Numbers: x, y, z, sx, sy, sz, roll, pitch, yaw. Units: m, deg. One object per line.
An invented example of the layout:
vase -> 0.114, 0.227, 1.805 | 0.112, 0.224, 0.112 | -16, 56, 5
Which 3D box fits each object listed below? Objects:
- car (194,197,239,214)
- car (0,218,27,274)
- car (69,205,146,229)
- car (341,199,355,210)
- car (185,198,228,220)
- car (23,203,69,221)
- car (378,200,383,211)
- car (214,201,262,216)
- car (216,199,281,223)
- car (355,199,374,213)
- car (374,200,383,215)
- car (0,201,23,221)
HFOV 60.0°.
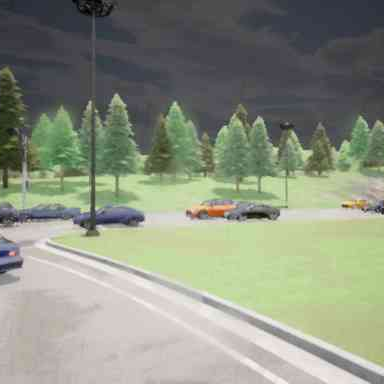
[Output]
car -> 2.775, 1.493, 37.323 | 4.553, 1.767, 2.097 | 0, 0, -25
car -> -6.811, 1.574, 9.595 | 5.357, 1.411, 2.033 | 0, 0, 40
car -> -5.402, 1.600, 21.972 | 4.674, 1.442, 1.812 | 0, 0, -25
car -> 23.223, 1.679, 46.751 | 5.008, 1.535, 1.882 | 1, 0, -24
car -> 1.711, 1.462, 29.122 | 4.553, 1.767, 2.097 | 0, 0, -25
car -> -11.688, 1.631, 26.777 | 5.357, 1.411, 2.033 | 0, 0, -25
car -> 27.309, 1.764, 44.760 | 4.181, 1.385, 1.994 | 0, 0, -24
car -> 4.716, 1.658, 34.352 | 4.674, 1.442, 1.812 | 0, 0, -25
car -> 4.828, 1.597, 26.707 | 4.902, 1.511, 2.128 | 0, 0, -25
car -> 21.715, 1.661, 38.364 | 4.902, 1.511, 2.128 | 0, 0, -25
car -> 21.757, 1.633, 34.532 | 5.008, 1.535, 1.882 | 0, 0, -25
car -> -13.880, 1.414, 21.905 | 4.553, 1.767, 2.097 | 0, 0, -25
